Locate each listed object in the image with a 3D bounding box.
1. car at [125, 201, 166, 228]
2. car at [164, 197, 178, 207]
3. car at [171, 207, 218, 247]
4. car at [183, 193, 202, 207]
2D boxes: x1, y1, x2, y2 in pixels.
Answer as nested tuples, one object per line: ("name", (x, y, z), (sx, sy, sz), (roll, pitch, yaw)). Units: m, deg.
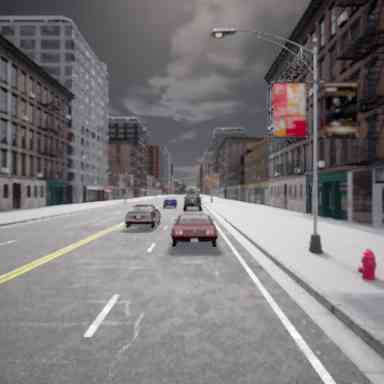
("car", (-3.155, 1.531, 22.136), (2.033, 1.411, 5.357), (0, 0, 0))
("car", (-3.158, 1.444, 49.702), (1.882, 1.535, 5.008), (0, 0, 0))
("car", (0.096, 1.590, 15.078), (1.895, 1.301, 4.718), (0, 0, 0))
("car", (0.093, 1.193, 42.365), (2.150, 2.045, 5.566), (0, 0, 0))
